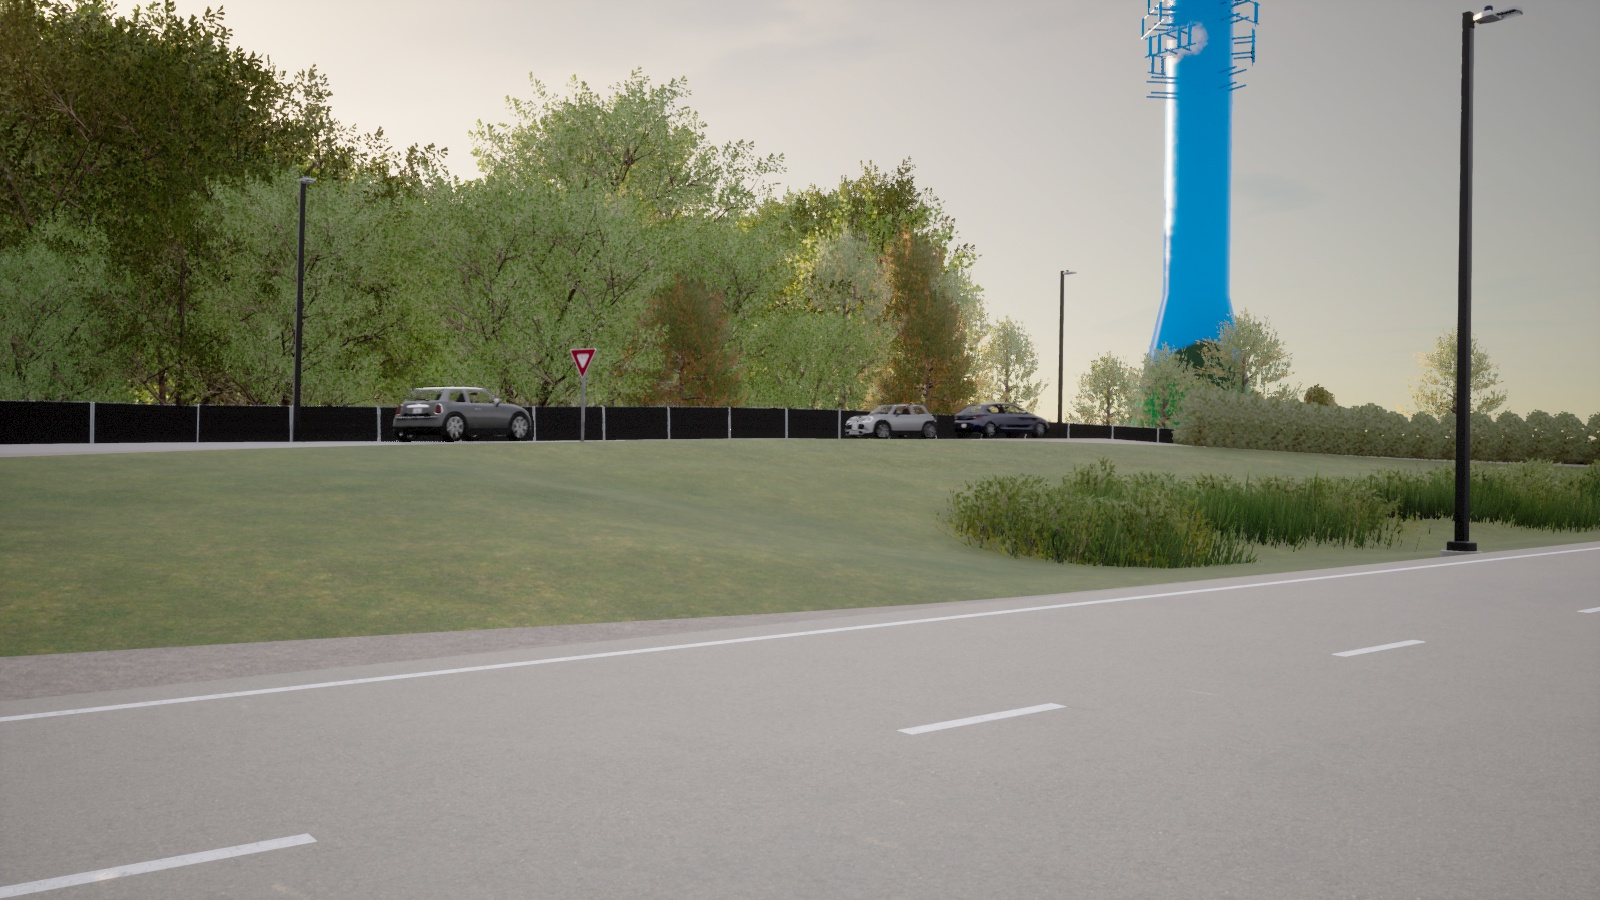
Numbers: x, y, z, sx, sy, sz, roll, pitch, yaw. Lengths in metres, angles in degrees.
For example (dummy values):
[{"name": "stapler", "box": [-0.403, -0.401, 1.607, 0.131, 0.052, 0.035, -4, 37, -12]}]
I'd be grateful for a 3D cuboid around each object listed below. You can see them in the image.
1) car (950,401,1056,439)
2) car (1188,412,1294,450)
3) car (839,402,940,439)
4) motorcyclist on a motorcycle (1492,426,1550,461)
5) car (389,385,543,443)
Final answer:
[{"name": "car", "box": [8.342, -1.218, 51.458, 4.193, 1.474, 1.816, -1, 0, -34]}, {"name": "car", "box": [21.015, -0.859, 59.824, 5.008, 1.535, 1.882, 3, -2, -29]}, {"name": "car", "box": [3.747, -1.221, 52.591, 3.806, 1.475, 1.970, -1, 0, -34]}, {"name": "motorcyclist on a motorcycle", "box": [35.748, -0.307, 62.282, 2.350, 1.649, 0.766, 2, -1, 1]}, {"name": "car", "box": [-9.043, -0.956, 34.273, 1.970, 1.475, 3.806, 0, 1, 28]}]
